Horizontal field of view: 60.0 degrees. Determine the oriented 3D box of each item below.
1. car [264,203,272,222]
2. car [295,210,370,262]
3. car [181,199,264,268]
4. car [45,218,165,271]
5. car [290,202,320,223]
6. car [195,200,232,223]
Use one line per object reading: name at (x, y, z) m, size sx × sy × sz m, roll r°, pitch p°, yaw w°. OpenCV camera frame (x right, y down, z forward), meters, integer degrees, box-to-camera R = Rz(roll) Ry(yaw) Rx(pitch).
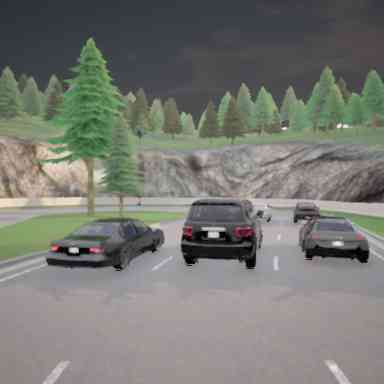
car at (5.482, 1.555, 27.097) m, size 1.812 × 1.442 × 4.674 m, roll 0°, pitch 0°, yaw 14°
car at (5.063, 1.579, 12.297) m, size 1.994 × 1.385 × 4.181 m, roll 0°, pitch 0°, yaw 15°
car at (1.226, 1.235, 11.566) m, size 2.150 × 2.045 × 5.566 m, roll 0°, pitch 0°, yaw 14°
car at (-2.499, 1.559, 11.072) m, size 2.033 × 1.411 × 5.357 m, roll 0°, pitch 0°, yaw 13°
car at (8.693, 1.535, 25.536) m, size 1.837 × 1.490 × 4.892 m, roll 0°, pitch 0°, yaw 15°
car at (1.889, 1.521, 27.418) m, size 2.128 × 1.511 × 4.902 m, roll 0°, pitch 0°, yaw 15°
